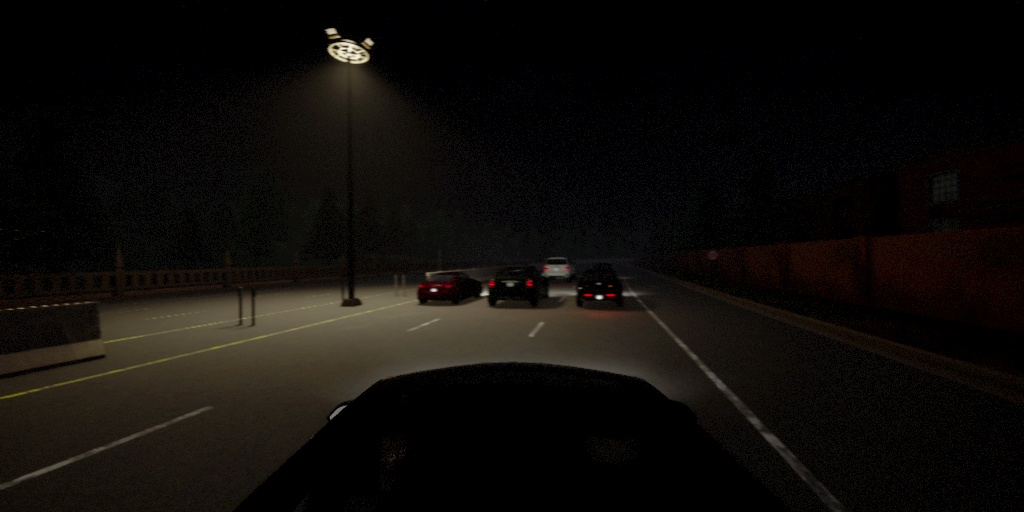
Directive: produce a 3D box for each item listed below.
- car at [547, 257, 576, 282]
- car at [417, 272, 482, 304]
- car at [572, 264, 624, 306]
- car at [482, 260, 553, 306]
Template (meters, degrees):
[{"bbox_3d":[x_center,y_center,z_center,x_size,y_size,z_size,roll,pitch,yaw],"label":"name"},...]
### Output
[{"bbox_3d":[4.173,1.113,30.786,2.150,2.045,5.566,-1,0,15],"label":"car"},{"bbox_3d":[-2.918,1.468,17.573,1.994,1.385,4.181,-1,0,14],"label":"car"},{"bbox_3d":[3.892,1.303,15.962,1.837,1.490,4.892,-1,0,14],"label":"car"},{"bbox_3d":[0.435,1.199,16.578,2.097,1.767,4.553,-1,-1,14],"label":"car"}]
